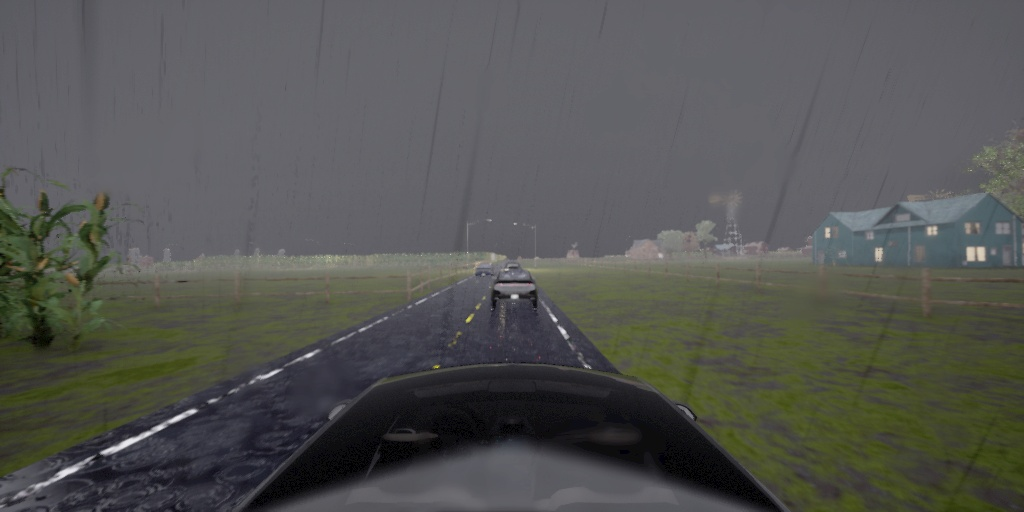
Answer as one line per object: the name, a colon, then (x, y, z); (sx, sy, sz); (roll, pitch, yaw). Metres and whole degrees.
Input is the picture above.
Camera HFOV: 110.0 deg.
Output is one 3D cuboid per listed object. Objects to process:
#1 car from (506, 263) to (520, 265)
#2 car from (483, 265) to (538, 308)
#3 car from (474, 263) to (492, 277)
car: (0.090, 1.407, 36.083); (1.837, 1.490, 4.892); (0, 0, 0)
car: (0.098, 1.303, 15.654); (2.128, 1.511, 4.902); (0, 0, 0)
car: (-2.772, 1.457, 37.657); (2.033, 1.411, 5.357); (0, 0, 0)
